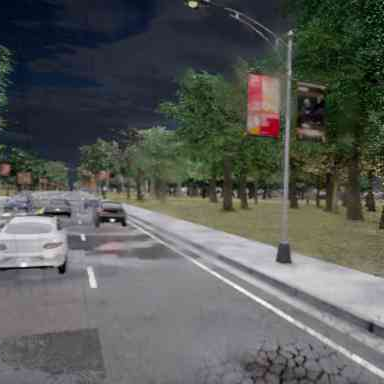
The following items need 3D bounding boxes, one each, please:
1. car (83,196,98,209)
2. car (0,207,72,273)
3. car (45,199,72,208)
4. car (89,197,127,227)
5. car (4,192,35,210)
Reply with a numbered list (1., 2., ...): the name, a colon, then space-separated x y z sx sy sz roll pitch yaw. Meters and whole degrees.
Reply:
1. car: -11.521 1.171 38.631 1.812 1.442 4.674 2 0 -20
2. car: -4.607 1.383 9.770 1.812 1.442 4.674 2 0 -20
3. car: -10.546 1.239 26.335 1.994 1.385 4.181 2 0 -20
4. car: -5.343 1.340 21.358 1.837 1.490 4.892 2 0 -19
5. car: -15.493 1.049 29.929 1.812 1.442 4.674 2 0 -20
